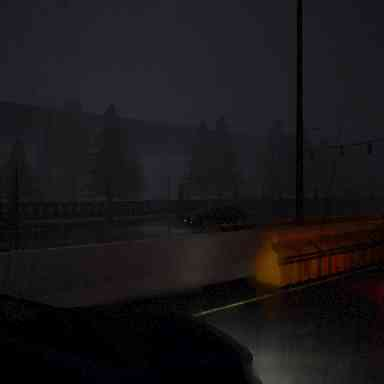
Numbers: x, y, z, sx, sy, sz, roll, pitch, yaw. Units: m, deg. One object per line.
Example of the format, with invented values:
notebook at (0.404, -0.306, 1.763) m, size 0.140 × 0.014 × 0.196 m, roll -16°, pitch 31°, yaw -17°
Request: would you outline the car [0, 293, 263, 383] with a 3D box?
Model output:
car at (-1.944, 1.547, 2.355) m, size 5.357 × 1.411 × 2.033 m, roll 0°, pitch 0°, yaw -36°
